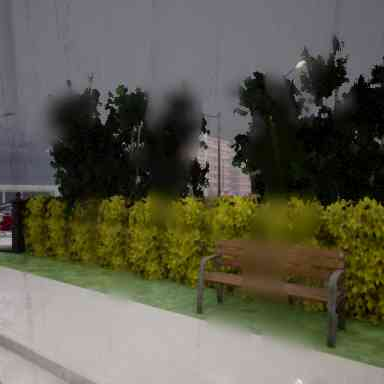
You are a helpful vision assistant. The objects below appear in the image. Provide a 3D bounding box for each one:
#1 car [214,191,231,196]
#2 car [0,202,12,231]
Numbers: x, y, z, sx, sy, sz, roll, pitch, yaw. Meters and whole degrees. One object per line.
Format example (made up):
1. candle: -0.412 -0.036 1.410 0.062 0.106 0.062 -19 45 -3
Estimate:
1. car: 6.132 0.572 68.099 2.097 1.767 4.553 0 1 35
2. car: -7.470 1.472 17.976 5.008 1.535 1.882 0 0 -13
